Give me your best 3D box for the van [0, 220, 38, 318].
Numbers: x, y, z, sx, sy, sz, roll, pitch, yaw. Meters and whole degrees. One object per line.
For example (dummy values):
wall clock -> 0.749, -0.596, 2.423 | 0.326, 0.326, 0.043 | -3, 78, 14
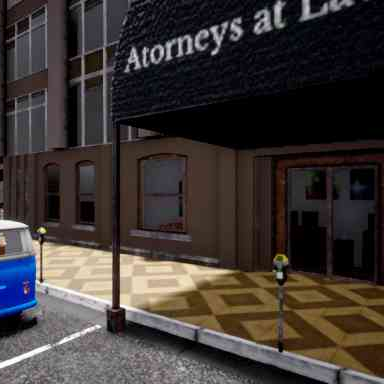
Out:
van -> -4.540, 1.341, 6.098 | 3.998, 1.788, 1.690 | 0, 0, 35
